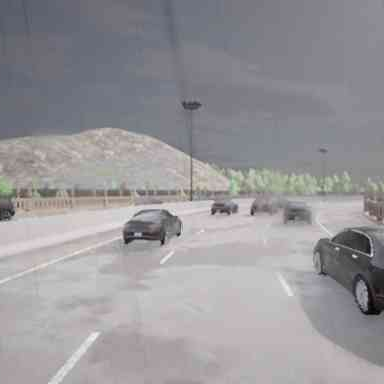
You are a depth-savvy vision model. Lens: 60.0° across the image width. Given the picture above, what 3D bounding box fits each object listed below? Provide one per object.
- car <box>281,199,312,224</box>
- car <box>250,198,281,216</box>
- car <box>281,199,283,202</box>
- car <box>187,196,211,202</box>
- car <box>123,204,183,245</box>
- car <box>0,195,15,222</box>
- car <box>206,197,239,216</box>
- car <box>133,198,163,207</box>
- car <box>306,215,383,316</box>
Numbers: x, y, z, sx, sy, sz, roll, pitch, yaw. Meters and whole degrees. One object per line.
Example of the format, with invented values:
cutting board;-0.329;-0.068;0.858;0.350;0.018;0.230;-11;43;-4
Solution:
car;7.832;1.508;24.774;1.837;1.490;4.892;0;0;17
car;7.247;1.355;33.187;2.097;1.767;4.553;0;0;22
car;11.561;1.550;42.351;2.033;1.411;5.357;0;0;30
car;0.367;1.568;43.824;1.994;1.385;4.181;0;0;27
car;-1.719;1.527;15.485;1.812;1.442;4.674;0;0;10
car;-14.714;1.224;22.664;2.150;2.045;5.566;0;0;13
car;3.326;1.507;32.954;1.837;1.490;4.892;0;0;21
car;-5.211;1.509;40.195;1.837;1.490;4.892;0;0;24
car;4.163;1.505;7.410;1.837;1.490;4.892;0;0;5
